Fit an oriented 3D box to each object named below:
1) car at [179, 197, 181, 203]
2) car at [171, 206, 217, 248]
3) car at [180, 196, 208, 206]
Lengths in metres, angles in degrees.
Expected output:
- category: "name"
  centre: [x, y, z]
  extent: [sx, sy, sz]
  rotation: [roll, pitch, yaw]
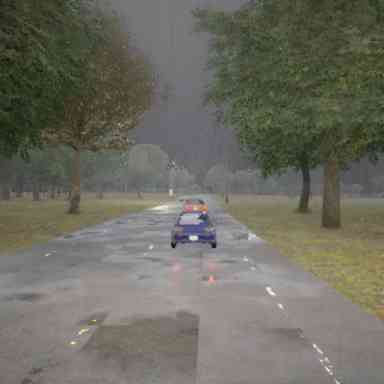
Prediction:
- category: "car"
  centre: [-1.701, 1.560, 70.113]
  extent: [1.882, 1.535, 5.008]
  rotation: [0, 0, 2]
- category: "car"
  centre: [0.090, 1.540, 14.620]
  extent: [1.812, 1.442, 4.674]
  rotation: [0, 0, 1]
- category: "car"
  centre: [0.357, 1.390, 29.571]
  extent: [2.097, 1.767, 4.553]
  rotation: [0, 0, 1]
